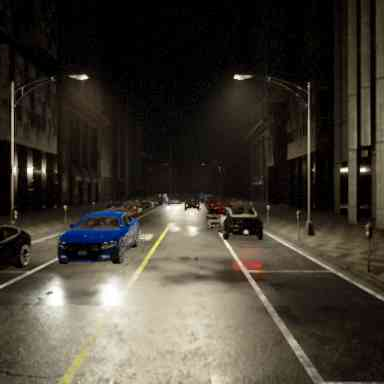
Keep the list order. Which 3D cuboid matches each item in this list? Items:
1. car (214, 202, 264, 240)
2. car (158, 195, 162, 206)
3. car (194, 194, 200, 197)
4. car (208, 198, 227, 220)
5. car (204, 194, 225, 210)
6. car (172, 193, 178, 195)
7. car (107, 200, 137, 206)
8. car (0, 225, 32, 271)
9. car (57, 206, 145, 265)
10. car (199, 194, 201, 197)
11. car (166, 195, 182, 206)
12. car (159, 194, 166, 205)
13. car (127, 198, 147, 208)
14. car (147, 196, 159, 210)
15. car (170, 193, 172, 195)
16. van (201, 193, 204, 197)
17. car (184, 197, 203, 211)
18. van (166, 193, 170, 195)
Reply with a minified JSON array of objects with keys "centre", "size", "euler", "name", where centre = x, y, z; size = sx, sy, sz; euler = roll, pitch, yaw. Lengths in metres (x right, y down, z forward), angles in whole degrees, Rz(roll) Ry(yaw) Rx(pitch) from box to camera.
[{"centre":[2.356,1.486,16.916],"size":[1.837,1.490,4.892],"euler":[0,0,0],"name":"car"},{"centre":[-5.759,1.474,47.848],"size":[1.752,1.417,4.829],"euler":[0,0,0],"name":"car"},{"centre":[0.002,1.470,52.696],"size":[1.812,1.442,4.674],"euler":[0,0,0],"name":"car"},{"centre":[2.766,1.511,31.119],"size":[1.887,1.381,4.507],"euler":[0,0,0],"name":"car"},{"centre":[2.767,1.276,36.756],"size":[2.192,1.841,5.009],"euler":[0,0,0],"name":"car"},{"centre":[-5.757,1.225,93.109],"size":[2.192,1.841,5.009],"euler":[0,0,0],"name":"car"},{"centre":[-5.759,1.538,25.473],"size":[1.947,1.339,4.313],"euler":[0,0,0],"name":"car"},{"centre":[-5.760,1.556,8.564],"size":[1.947,1.339,4.313],"euler":[0,0,0],"name":"car"},{"centre":[-3.100,1.465,11.898],"size":[1.882,1.535,5.008],"euler":[0,0,0],"name":"car"},{"centre":[2.767,1.498,64.940],"size":[1.947,1.339,4.313],"euler":[0,0,0],"name":"car"},{"centre":[-2.998,1.595,54.896],"size":[1.895,1.301,4.718],"euler":[0,0,0],"name":"car"},{"centre":[-5.758,1.383,53.655],"size":[1.967,1.590,4.097],"euler":[0,0,0],"name":"car"},{"centre":[-5.759,1.407,31.110],"size":[1.967,1.590,4.097],"euler":[0,0,0],"name":"car"},{"centre":[-5.759,1.506,42.382],"size":[2.008,1.369,4.403],"euler":[0,0,0],"name":"car"},{"centre":[-5.758,1.452,70.393],"size":[1.752,1.417,4.829],"euler":[0,0,0],"name":"car"},{"centre":[2.767,1.284,53.666],"size":[1.690,1.788,3.998],"euler":[0,0,0],"name":"van"},{"centre":[0.043,1.558,39.995],"size":[1.895,1.301,4.718],"euler":[0,0,1],"name":"car"},{"centre":[-5.757,1.273,64.928],"size":[1.690,1.788,3.998],"euler":[0,0,0],"name":"van"}]
